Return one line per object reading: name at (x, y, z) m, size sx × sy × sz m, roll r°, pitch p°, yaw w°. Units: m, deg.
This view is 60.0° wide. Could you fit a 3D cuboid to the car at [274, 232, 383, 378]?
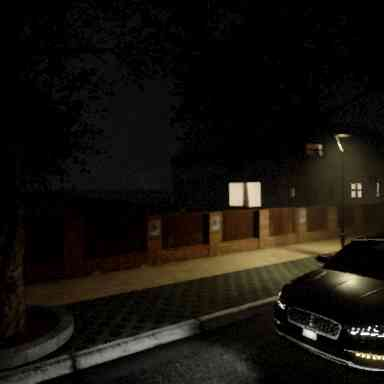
car at (3.420, 1.477, 5.435) m, size 4.892 × 1.490 × 1.837 m, roll 0°, pitch 0°, yaw -35°
